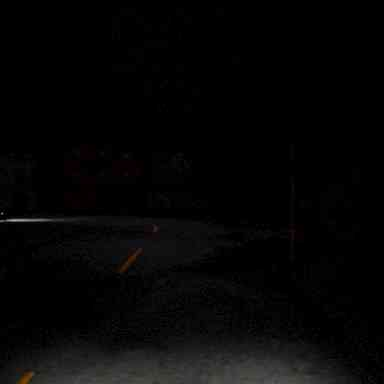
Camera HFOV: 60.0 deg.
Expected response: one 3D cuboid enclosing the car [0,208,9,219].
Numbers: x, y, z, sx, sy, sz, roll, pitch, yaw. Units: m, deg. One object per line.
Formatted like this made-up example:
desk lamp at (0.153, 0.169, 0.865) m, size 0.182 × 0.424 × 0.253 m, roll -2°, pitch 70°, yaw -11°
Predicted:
car at (-16.210, 1.458, 25.071) m, size 4.181 × 1.385 × 1.994 m, roll 0°, pitch 0°, yaw 0°
